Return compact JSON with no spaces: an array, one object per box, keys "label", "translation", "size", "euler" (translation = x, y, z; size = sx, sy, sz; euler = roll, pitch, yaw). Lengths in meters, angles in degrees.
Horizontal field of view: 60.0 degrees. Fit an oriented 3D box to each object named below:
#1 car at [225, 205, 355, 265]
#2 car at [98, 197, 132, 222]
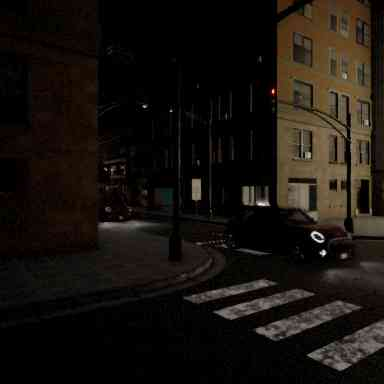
[{"label":"car","translation":[3.275,1.314,11.815],"size":[2.097,1.767,4.553],"euler":[0,0,-35]},{"label":"car","translation":[-6.300,1.222,25.275],"size":[2.097,1.767,4.553],"euler":[0,0,-35]}]
